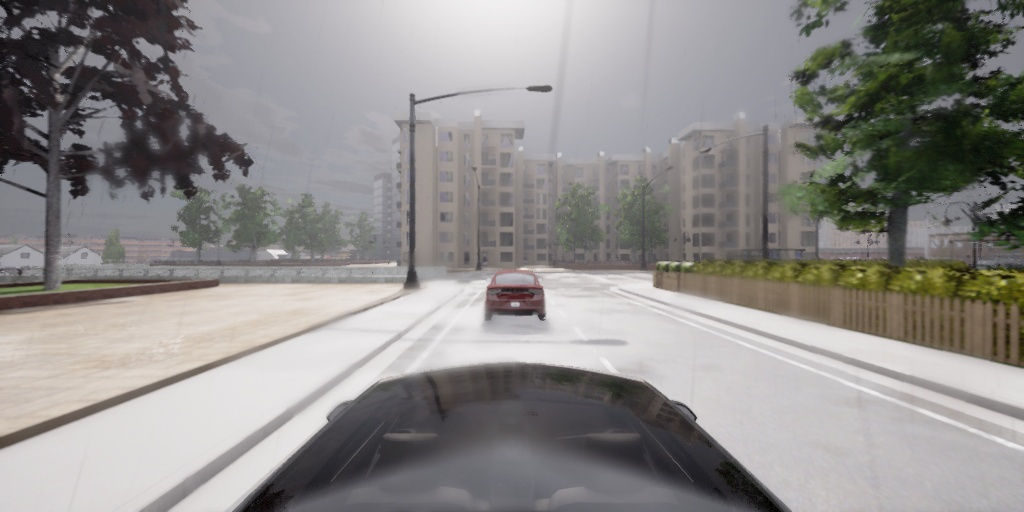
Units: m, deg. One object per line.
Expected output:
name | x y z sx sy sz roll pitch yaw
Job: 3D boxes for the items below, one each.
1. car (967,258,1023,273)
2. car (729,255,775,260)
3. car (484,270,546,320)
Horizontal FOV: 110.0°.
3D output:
car | 46.090 1.110 34.518 4.553 1.767 2.097 0 0 0
car | 21.673 0.972 31.229 5.566 2.045 2.150 0 0 2
car | 0.094 1.228 12.708 1.882 1.535 5.008 0 0 0
